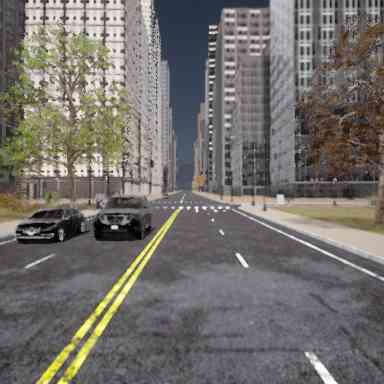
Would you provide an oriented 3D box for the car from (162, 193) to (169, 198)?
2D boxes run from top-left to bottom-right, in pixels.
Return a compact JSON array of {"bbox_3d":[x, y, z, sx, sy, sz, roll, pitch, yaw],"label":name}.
[{"bbox_3d":[-7.432,1.047,94.241,1.812,1.442,4.674,0,0,-1],"label":"car"}]

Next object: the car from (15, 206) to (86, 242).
[{"bbox_3d":[-6.602,1.452,16.050,1.837,1.490,4.892,0,0,0],"label":"car"}]

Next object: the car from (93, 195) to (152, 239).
[{"bbox_3d":[-3.352,1.165,17.178,2.150,2.045,5.566,0,0,0],"label":"car"}]
